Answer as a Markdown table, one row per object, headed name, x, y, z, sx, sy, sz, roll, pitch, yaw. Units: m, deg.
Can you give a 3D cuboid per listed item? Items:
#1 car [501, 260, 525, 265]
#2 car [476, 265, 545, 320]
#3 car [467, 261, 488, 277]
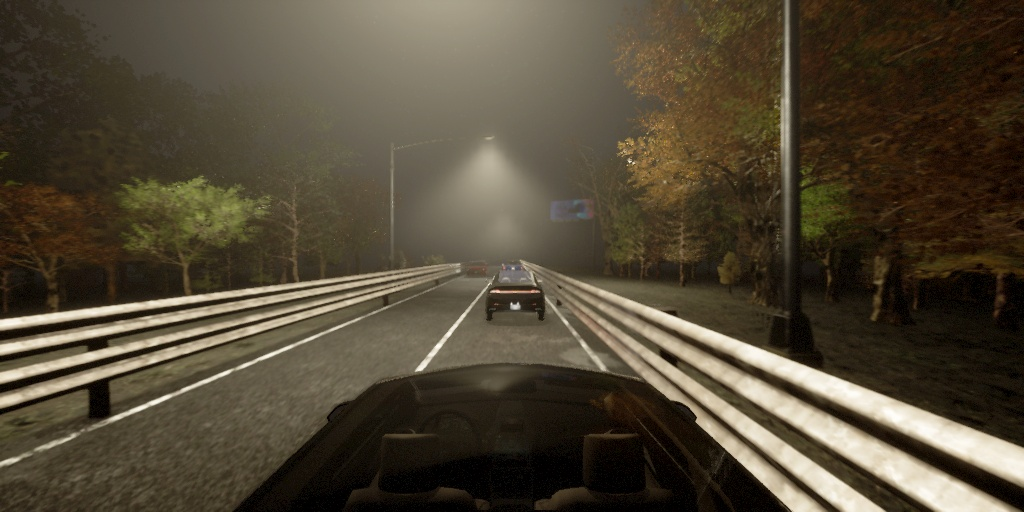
| name | x | y | z | sx | sy | sz | roll | pitch | yaw |
| --- | --- | --- | --- | --- | --- | --- | --- | --- | --- |
| car | 0.094 | 1.125 | 33.519 | 2.097 | 1.767 | 4.553 | 0 | 0 | 0 |
| car | 0.100 | 1.247 | 12.676 | 2.128 | 1.511 | 4.902 | 0 | 0 | 0 |
| car | -3.352 | 1.253 | 35.687 | 1.882 | 1.535 | 5.008 | 0 | 0 | 0 |
